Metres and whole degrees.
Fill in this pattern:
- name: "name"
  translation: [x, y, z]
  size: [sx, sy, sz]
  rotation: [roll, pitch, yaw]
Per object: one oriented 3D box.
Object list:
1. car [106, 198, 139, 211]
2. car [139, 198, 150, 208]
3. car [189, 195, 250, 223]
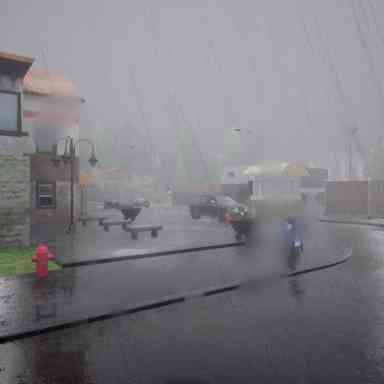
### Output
- name: "car"
  translation: [-9.168, 1.548, 41.957]
  size: [2.033, 1.411, 5.357]
  rotation: [0, 0, -35]
- name: "car"
  translation: [-7.681, 1.526, 46.781]
  size: [1.812, 1.442, 4.674]
  rotation: [0, 0, -39]
- name: "car"
  translation: [2.001, 1.223, 26.119]
  size: [2.150, 2.045, 5.566]
  rotation: [0, 0, -35]
